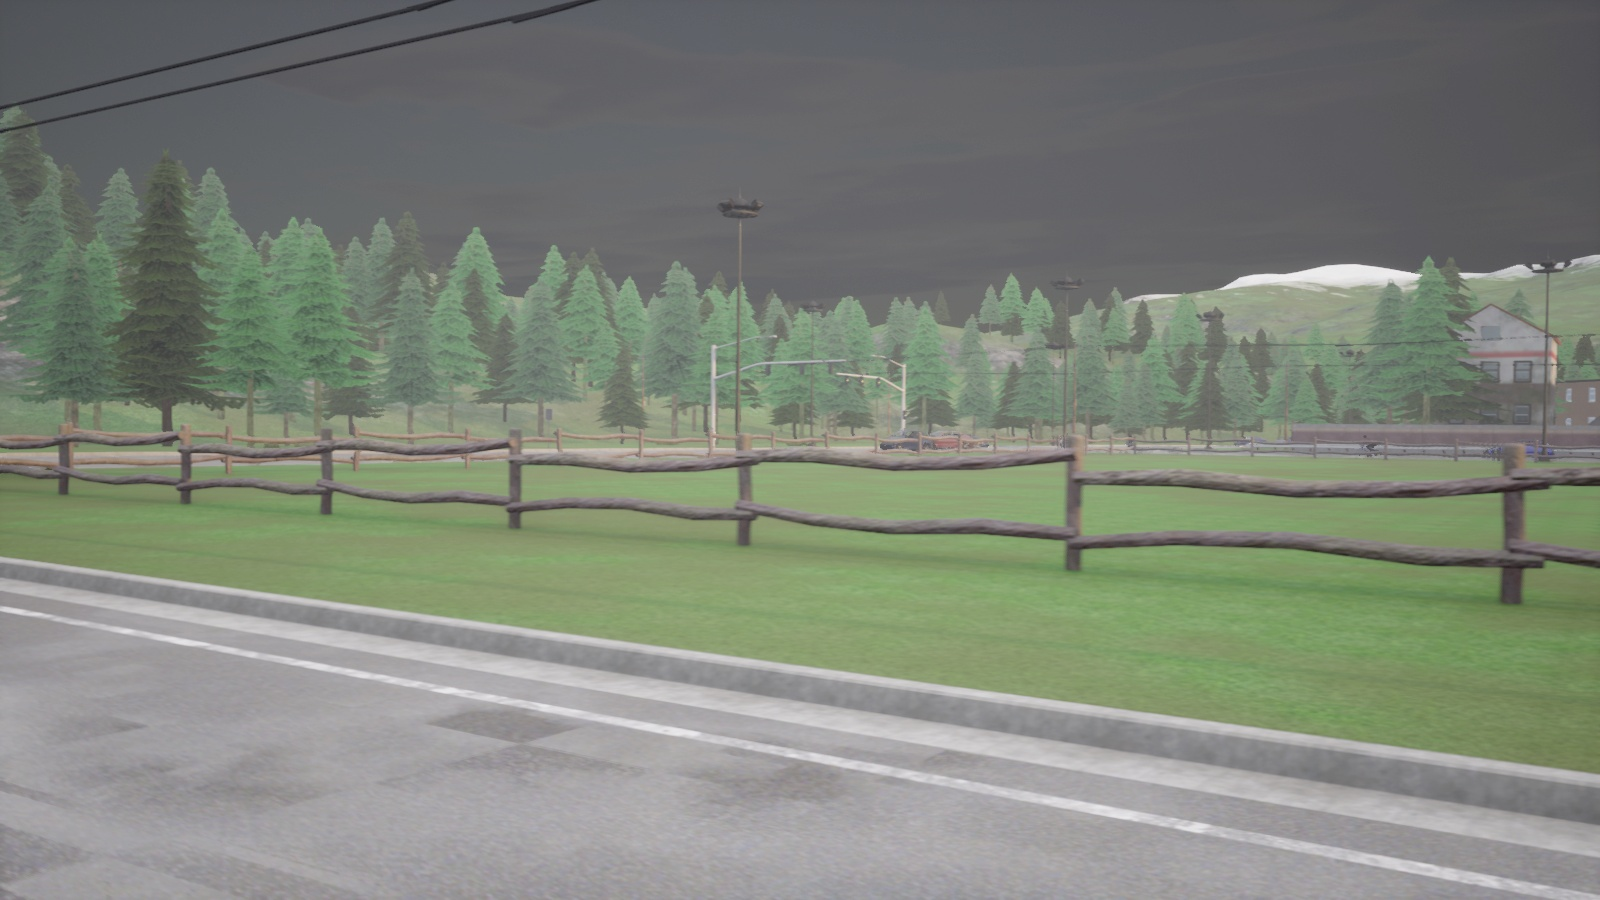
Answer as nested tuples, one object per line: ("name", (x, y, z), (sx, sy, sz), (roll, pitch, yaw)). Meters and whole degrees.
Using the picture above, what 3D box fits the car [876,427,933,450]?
("car", (7.715, -0.846, 92.376), (3.988, 1.617, 1.851), (-1, 1, -38))
